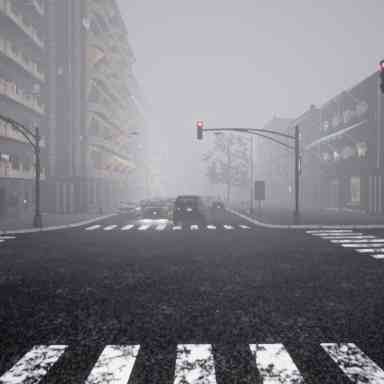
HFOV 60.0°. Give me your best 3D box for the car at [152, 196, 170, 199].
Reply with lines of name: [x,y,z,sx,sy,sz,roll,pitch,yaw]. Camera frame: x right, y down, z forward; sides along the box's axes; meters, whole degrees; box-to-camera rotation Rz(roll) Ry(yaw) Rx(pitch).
car: [-3.092,1.533,38.666,2.033,1.411,5.357,0,0,0]

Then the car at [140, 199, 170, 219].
car: [-3.103,1.554,29.319,1.994,1.385,4.181,0,0,-1]

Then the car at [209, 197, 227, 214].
car: [2.695,1.553,35.683,1.947,1.339,4.313,0,0,0]

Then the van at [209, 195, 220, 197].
van: [2.694,1.325,41.216,1.690,1.788,3.998,0,0,0]

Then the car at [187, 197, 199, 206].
car: [0.111,1.577,54.184,1.895,1.301,4.718,0,0,0]

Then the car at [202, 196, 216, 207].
car: [2.697,1.417,52.284,1.967,1.590,4.097,0,0,0]

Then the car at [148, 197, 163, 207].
car: [-5.683,1.559,52.293,1.802,1.307,4.206,0,0,0]

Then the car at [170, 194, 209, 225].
car: [-0.209,1.220,23.955,2.150,2.045,5.566,-1,0,-1]

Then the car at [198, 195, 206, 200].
car: [2.705,1.491,91.018,1.887,1.381,4.507,0,0,0]

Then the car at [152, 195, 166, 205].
car: [-5.683,1.414,57.826,1.967,1.590,4.097,0,0,0]

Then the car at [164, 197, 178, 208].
car: [-3.077,1.505,48.985,1.812,1.442,4.674,0,0,0]

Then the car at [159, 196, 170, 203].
car: [-5.680,1.548,68.893,1.802,1.307,4.206,0,0,0]

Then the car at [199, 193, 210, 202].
car: [2.700,1.276,74.418,2.192,1.841,5.009,0,0,0]

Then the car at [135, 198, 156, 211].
car: [-5.685,1.529,41.225,1.887,1.381,4.507,0,0,0]

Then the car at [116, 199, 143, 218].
car: [-5.688,1.541,30.158,2.008,1.369,4.403,0,0,0]
